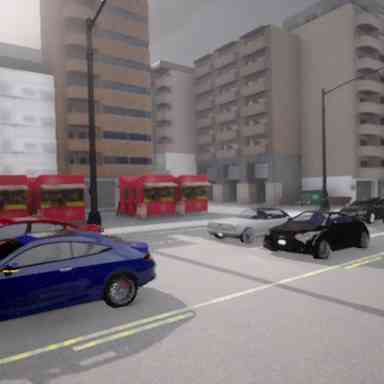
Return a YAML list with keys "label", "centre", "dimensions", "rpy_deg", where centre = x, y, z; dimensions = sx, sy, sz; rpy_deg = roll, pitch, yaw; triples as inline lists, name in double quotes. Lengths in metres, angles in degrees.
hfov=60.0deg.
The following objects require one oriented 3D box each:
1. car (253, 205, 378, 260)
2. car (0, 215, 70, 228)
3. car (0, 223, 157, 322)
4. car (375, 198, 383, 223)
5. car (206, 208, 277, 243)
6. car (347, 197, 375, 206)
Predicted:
- label: "car"
  centre: [4.431, 1.367, 11.696]
  dimensions: [4.181, 1.385, 1.994]
  rpy_deg: [-1, 1, -37]
- label: "car"
  centre: [-4.909, 1.453, 9.089]
  dimensions: [5.008, 1.535, 1.882]
  rpy_deg: [-1, 1, -37]
- label: "car"
  centre: [-2.897, 1.502, 6.247]
  dimensions: [4.674, 1.442, 1.812]
  rpy_deg: [-1, 1, -36]
- label: "car"
  centre: [12.189, 0.869, 17.485]
  dimensions: [5.566, 2.045, 2.150]
  rpy_deg: [-1, 1, -37]
- label: "car"
  centre: [2.931, 1.395, 14.950]
  dimensions: [4.718, 1.301, 1.895]
  rpy_deg: [-1, 1, -37]
- label: "car"
  centre: [11.262, 1.134, 21.161]
  dimensions: [4.892, 1.490, 1.837]
  rpy_deg: [-1, 1, -37]
